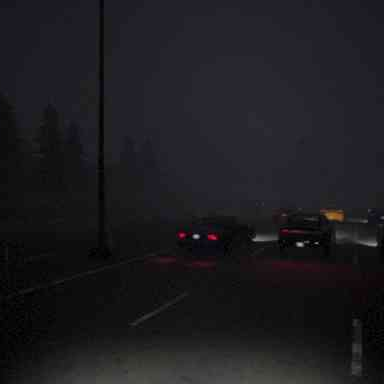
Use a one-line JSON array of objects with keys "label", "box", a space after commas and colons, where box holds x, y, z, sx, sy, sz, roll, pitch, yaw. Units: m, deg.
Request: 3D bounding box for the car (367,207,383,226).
[{"label": "car", "box": [14.569, 1.828, 25.525, 1.994, 1.385, 4.181, 0, -1, 27]}]

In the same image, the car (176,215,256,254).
[{"label": "car", "box": [1.258, 1.705, 14.455, 2.033, 1.411, 5.357, 0, -1, 26]}]

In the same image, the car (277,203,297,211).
[{"label": "car", "box": [8.365, 1.870, 28.765, 1.994, 1.385, 4.181, 0, -1, 27]}]

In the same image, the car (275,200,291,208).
[{"label": "car", "box": [16.783, 2.253, 61.427, 1.895, 1.301, 4.718, 0, -1, 27]}]

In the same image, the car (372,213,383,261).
[{"label": "car", "box": [8.010, 1.691, 12.296, 1.994, 1.385, 4.181, 0, -1, 26]}]

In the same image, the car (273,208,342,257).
[{"label": "car", "box": [4.855, 1.640, 13.817, 2.128, 1.511, 4.902, 0, -1, 26]}]

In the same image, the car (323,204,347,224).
[{"label": "car", "box": [11.833, 1.769, 27.868, 1.882, 1.535, 5.008, 0, 0, 27]}]
